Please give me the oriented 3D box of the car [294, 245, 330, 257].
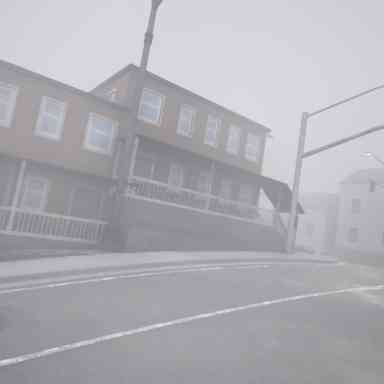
[{"bbox_3d":[9.808,5.500,29.200,2.097,1.767,4.553,13,-16,-34],"label":"car"}]
